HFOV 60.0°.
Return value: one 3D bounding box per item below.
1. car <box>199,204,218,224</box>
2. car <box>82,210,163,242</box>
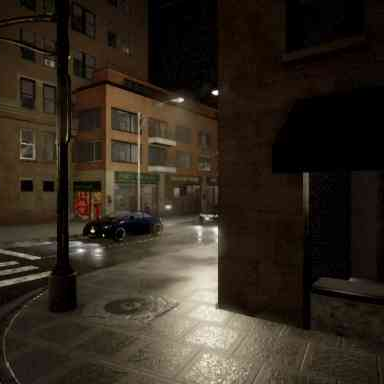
[{"bbox_3d":[2.368,1.580,24.704,1.812,1.442,4.674,0,0,35],"label":"car"},{"bbox_3d":[-3.345,1.595,16.696,1.994,1.385,4.181,0,0,35],"label":"car"}]
